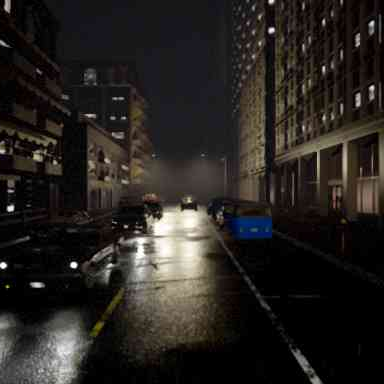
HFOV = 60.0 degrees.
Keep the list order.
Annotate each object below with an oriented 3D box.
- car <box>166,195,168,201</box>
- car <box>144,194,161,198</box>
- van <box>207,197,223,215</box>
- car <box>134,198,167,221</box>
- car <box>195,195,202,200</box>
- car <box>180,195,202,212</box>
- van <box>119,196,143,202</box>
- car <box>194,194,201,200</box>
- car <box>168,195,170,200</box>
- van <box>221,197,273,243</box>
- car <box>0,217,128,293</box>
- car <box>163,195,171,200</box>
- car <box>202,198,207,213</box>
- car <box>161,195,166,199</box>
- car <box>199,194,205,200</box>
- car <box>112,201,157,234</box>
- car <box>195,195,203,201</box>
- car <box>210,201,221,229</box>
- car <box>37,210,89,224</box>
[{"bbox_3d":[-6.451,1.479,66.196,2.008,1.369,4.403,0,0,-1],"label":"car"},{"bbox_3d":[-6.255,1.260,49.252,2.192,1.841,5.009,0,0,-1],"label":"car"},{"bbox_3d":[2.389,1.293,26.757,1.690,1.788,3.998,0,0,-1],"label":"van"},{"bbox_3d":[-3.304,1.502,26.970,1.812,1.442,4.674,0,0,-1],"label":"car"},{"bbox_3d":[1.664,1.478,88.888,1.802,1.307,4.206,0,0,-1],"label":"car"},{"bbox_3d":[-0.333,1.436,38.032,2.128,1.511,4.902,0,0,-1],"label":"car"},{"bbox_3d":[-6.057,1.305,32.307,1.690,1.788,3.998,0,0,-1],"label":"van"},{"bbox_3d":[1.598,1.334,94.535,1.967,1.590,4.097,0,0,-1],"label":"car"},{"bbox_3d":[-6.582,1.446,77.323,1.752,1.417,4.829,0,0,-1],"label":"car"},{"bbox_3d":[2.521,1.310,15.460,1.690,1.788,3.998,0,0,-1],"label":"van"},{"bbox_3d":[-3.194,1.593,9.011,1.895,1.301,4.718,0,0,-1],"label":"car"},{"bbox_3d":[-6.716,1.460,88.790,1.887,1.381,4.507,0,0,-1],"label":"car"},{"bbox_3d":[2.323,1.511,32.405,1.947,1.339,4.313,0,0,-1],"label":"car"},{"bbox_3d":[-6.386,1.499,60.549,1.947,1.339,4.313,0,0,-1],"label":"car"},{"bbox_3d":[1.861,1.486,71.942,1.802,1.307,4.206,0,0,-1],"label":"car"},{"bbox_3d":[-3.303,1.483,18.974,1.837,1.490,4.892,0,0,0],"label":"car"},{"bbox_3d":[1.730,1.464,83.238,1.947,1.339,4.313,0,0,-1],"label":"car"},{"bbox_3d":[2.455,1.511,21.109,2.008,1.369,4.403,0,0,-1],"label":"car"},{"bbox_3d":[-5.859,1.539,15.363,2.008,1.369,4.403,0,0,-1],"label":"car"}]
